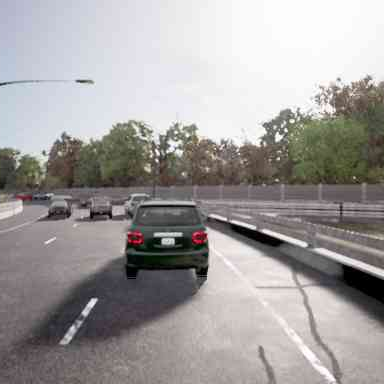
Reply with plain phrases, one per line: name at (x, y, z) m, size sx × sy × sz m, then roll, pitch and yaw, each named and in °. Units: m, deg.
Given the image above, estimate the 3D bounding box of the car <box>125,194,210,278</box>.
car at (-0.790, 1.226, 10.364) m, size 2.150 × 2.045 × 5.566 m, roll 0°, pitch 0°, yaw -5°

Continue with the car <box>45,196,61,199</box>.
car at (-20.878, 1.533, 51.063) m, size 1.837 × 1.490 × 4.892 m, roll 1°, pitch 0°, yaw -30°

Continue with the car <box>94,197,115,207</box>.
car at (-14.014, 1.515, 53.105) m, size 2.128 × 1.511 × 4.902 m, roll 0°, pitch 0°, yaw -28°

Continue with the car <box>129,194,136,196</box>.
car at (-5.262, 1.234, 32.425) m, size 2.150 × 2.045 × 5.566 m, roll 0°, pitch 0°, yaw -16°

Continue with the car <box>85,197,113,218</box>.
car at (-8.167, 1.505, 29.862) m, size 2.128 × 1.511 × 4.902 m, roll 0°, pitch 0°, yaw -16°

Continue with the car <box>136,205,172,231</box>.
car at (-2.605, 1.608, 21.811) m, size 1.895 × 1.301 × 4.718 m, roll 0°, pitch 0°, yaw -11°

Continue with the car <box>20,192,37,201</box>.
car at (-41.107, 1.131, 81.524) m, size 5.566 × 2.045 × 2.150 m, roll 0°, pitch 0°, yaw 39°

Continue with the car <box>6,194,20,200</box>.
car at (-43.384, 1.386, 78.867) m, size 5.008 × 1.535 × 1.882 m, roll 0°, pitch 0°, yaw 39°

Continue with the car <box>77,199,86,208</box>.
car at (-15.609, 1.623, 48.662) m, size 1.895 × 1.301 × 4.718 m, roll 0°, pitch 0°, yaw -27°

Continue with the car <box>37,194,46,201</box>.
car at (-38.329, 1.274, 83.825) m, size 4.553 × 1.767 × 2.097 m, roll 0°, pitch 0°, yaw 39°

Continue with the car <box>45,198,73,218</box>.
car at (-11.881, 1.541, 30.156) m, size 1.812 × 1.442 × 4.674 m, roll 0°, pitch 0°, yaw -16°
